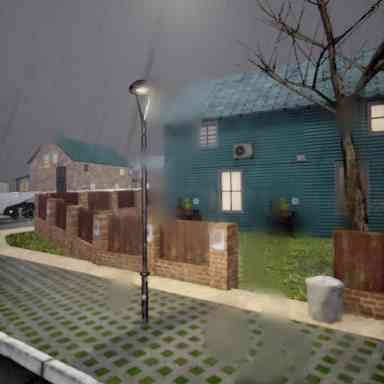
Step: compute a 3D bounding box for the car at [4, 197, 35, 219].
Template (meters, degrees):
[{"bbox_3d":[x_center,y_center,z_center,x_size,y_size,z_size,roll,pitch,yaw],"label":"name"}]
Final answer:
[{"bbox_3d":[-10.991,1.061,23.706,1.994,1.385,4.181,-1,1,29],"label":"car"}]
